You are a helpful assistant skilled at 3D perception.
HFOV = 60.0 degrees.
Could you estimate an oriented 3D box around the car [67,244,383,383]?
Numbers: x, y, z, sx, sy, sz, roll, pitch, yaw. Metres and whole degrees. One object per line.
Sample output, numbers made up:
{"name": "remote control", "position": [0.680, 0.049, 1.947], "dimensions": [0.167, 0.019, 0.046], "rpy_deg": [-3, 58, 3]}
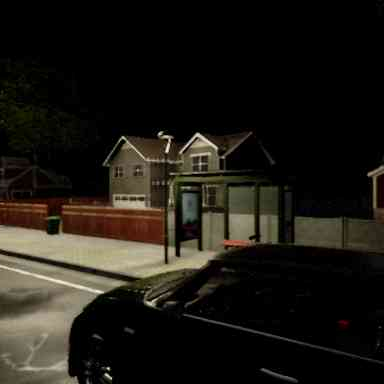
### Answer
{"name": "car", "position": [0.747, 1.356, 3.460], "dimensions": [4.553, 1.767, 2.097], "rpy_deg": [0, 0, 36]}
